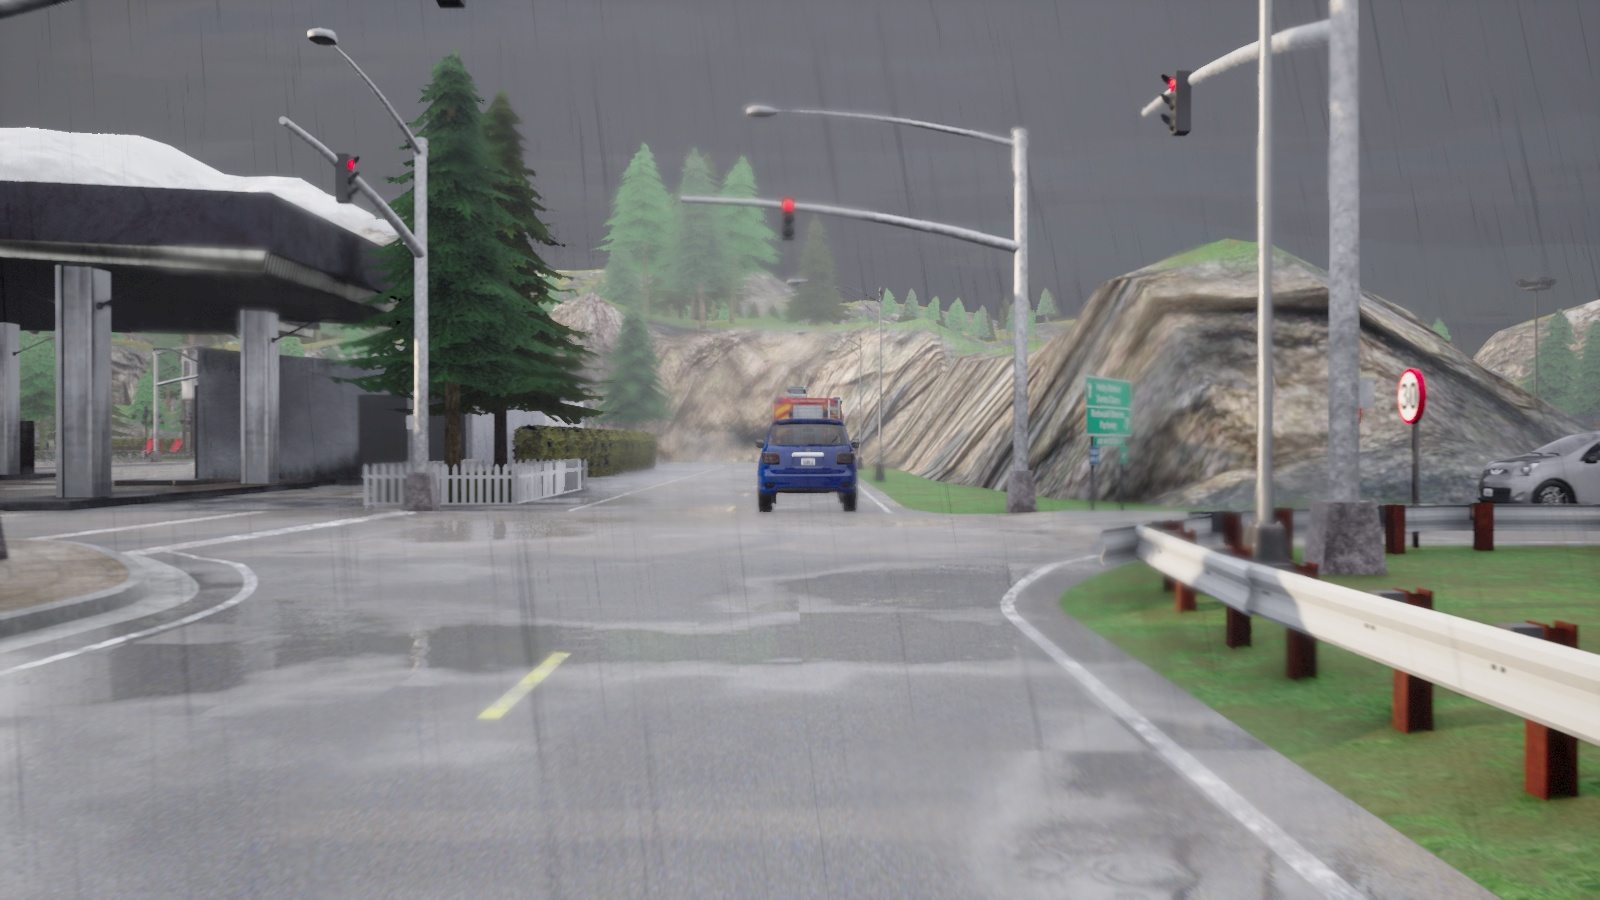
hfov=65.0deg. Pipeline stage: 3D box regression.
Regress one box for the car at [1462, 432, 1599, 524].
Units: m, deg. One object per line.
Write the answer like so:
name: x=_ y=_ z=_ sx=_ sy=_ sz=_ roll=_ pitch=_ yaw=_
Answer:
car: x=13.638 y=0.459 z=21.497 sx=3.633 sy=1.501 sz=1.845 roll=0 pitch=0 yaw=0

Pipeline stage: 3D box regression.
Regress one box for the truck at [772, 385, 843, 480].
truck: x=0.335 y=-0.729 z=55.157 sx=2.891 sy=3.827 sz=8.468 roll=0 pitch=0 yaw=0

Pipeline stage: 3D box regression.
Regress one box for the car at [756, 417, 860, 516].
car: x=0.183 y=0.311 z=28.736 sx=2.150 sy=2.045 sz=5.566 roll=0 pitch=1 yaw=0
